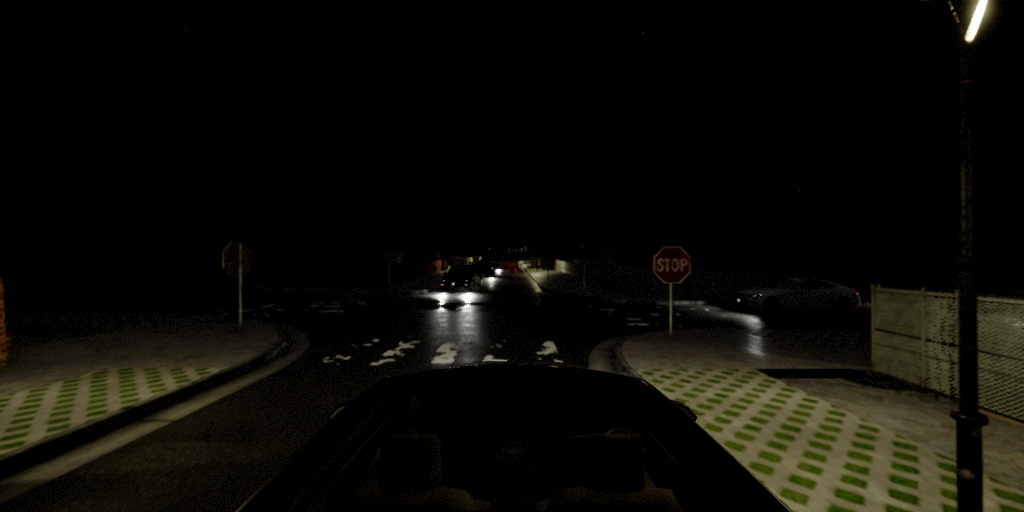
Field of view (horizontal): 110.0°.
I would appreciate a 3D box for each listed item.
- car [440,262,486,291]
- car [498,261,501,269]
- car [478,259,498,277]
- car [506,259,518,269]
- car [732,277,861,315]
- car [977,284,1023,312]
[{"bbox_3d":[-3.145,1.357,22.944,1.837,1.490,4.892,0,0,5],"label":"car"},{"bbox_3d":[-2.779,1.404,56.014,1.895,1.301,4.718,0,0,1],"label":"car"},{"bbox_3d":[-2.831,1.204,36.961,2.097,1.767,4.553,0,0,0],"label":"car"},{"bbox_3d":[0.024,1.278,56.716,1.882,1.535,5.008,0,0,0],"label":"car"},{"bbox_3d":[11.909,1.616,15.131,4.674,1.442,1.812,1,0,0],"label":"car"},{"bbox_3d":[22.374,1.682,15.059,4.892,1.490,1.837,-1,0,0],"label":"car"}]
